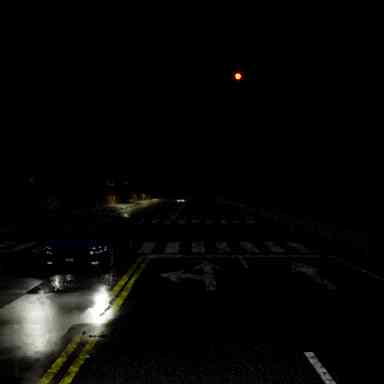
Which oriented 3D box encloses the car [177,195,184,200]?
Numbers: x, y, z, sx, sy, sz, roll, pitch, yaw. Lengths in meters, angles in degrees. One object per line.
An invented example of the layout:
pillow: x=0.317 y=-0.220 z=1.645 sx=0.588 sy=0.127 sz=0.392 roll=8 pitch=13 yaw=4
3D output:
car: x=-3.133 y=1.467 z=92.459 sx=2.128 sy=1.511 sz=4.902 roll=0 pitch=0 yaw=0

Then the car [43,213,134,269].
car: x=-3.240 y=1.516 z=11.288 sx=1.882 sy=1.535 sz=5.008 roll=0 pitch=0 yaw=0
